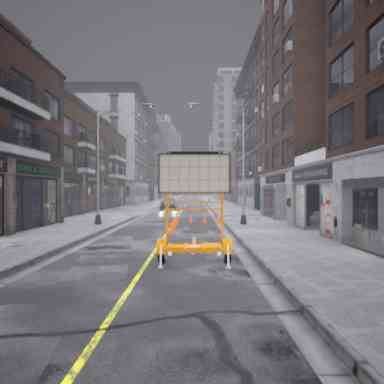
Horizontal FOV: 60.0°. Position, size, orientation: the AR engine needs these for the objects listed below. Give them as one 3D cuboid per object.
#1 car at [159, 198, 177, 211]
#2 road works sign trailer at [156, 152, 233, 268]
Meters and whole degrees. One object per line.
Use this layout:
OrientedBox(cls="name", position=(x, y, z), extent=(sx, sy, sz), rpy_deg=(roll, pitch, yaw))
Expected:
OrientedBox(cls="car", position=(-2.794, 1.452, 39.836), extent=(1.837, 1.490, 4.892), rpy_deg=(0, 0, 0))
OrientedBox(cls="road works sign trailer", position=(0.084, 0.452, 11.169), extent=(2.380, 3.560, 2.880), rpy_deg=(0, 0, 0))
